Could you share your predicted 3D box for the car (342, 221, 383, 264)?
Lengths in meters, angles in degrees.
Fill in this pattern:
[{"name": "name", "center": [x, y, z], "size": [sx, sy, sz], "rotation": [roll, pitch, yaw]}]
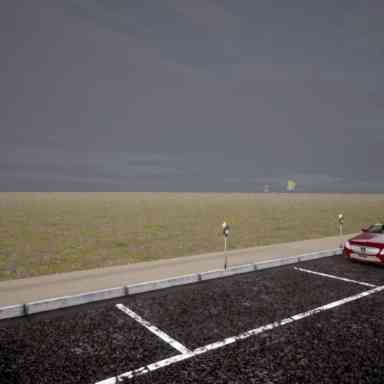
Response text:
[{"name": "car", "center": [6.624, 1.585, 10.785], "size": [4.206, 1.307, 1.802], "rotation": [0, 1, -35]}]
